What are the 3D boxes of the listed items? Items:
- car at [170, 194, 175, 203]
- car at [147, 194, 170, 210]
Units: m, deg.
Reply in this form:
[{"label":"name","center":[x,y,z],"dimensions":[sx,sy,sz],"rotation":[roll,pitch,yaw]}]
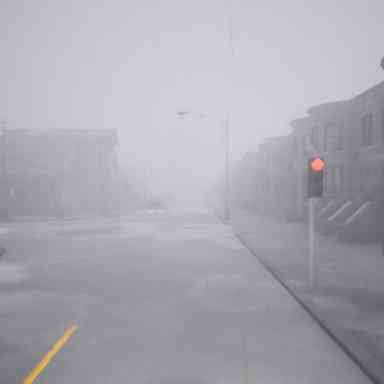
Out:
[{"label":"car","center":[-4.021,1.081,56.536],"dimensions":[1.882,1.535,5.008],"rotation":[0,0,1]},{"label":"car","center":[-4.080,1.273,39.039],"dimensions":[2.033,1.411,5.357],"rotation":[0,0,0]}]
